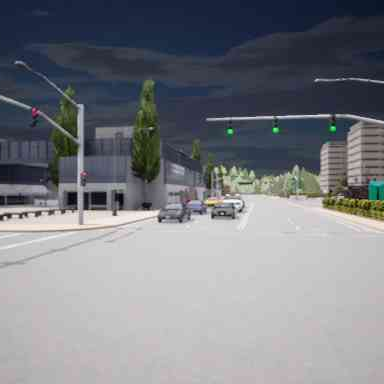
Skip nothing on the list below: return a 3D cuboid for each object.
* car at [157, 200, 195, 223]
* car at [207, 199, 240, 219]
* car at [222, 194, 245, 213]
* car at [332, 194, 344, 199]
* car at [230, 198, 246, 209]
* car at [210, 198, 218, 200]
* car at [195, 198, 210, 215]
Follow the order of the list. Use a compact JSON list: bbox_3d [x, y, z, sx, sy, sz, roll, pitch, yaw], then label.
[{"bbox_3d":[-1.306,1.574,26.347,1.812,1.442,4.674,0,0,11],"label":"car"},{"bbox_3d":[2.873,1.615,29.359,1.994,1.385,4.181,0,0,11],"label":"car"},{"bbox_3d":[4.714,1.288,38.537,2.150,2.045,5.566,0,0,12],"label":"car"},{"bbox_3d":[33.196,1.264,71.988,3.866,1.878,1.905,0,0,10],"label":"car"},{"bbox_3d":[6.677,1.646,48.318,1.994,1.385,4.181,0,0,12],"label":"car"},{"bbox_3d":[2.928,1.561,47.457,1.882,1.535,5.008,0,0,12],"label":"car"},{"bbox_3d":[0.418,1.588,34.921,1.812,1.442,4.674,0,0,11],"label":"car"}]
